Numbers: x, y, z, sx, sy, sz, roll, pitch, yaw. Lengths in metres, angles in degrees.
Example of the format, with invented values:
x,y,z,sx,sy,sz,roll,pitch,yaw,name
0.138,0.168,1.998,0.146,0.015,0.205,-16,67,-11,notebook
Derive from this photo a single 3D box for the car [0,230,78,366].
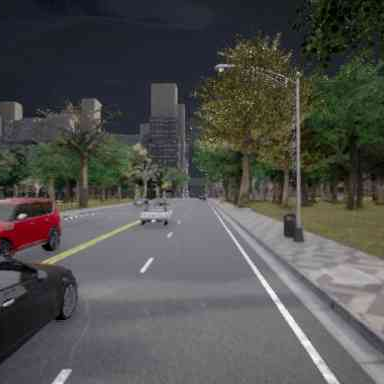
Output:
x,y,z,sx,sy,sz,roll,pitch,yaw,name
-3.096,1.529,4.360,1.812,1.442,4.674,0,0,1,car

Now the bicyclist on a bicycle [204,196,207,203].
x,y,z,sx,sy,sz,roll,pitch,yaw,name
3.120,1.717,78.089,0.659,1.776,1.843,0,0,2,bicyclist on a bicycle

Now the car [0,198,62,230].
x,y,z,sx,sy,sz,roll,pitch,yaw,name
-6.345,1.234,11.191,2.150,2.045,5.566,0,0,2,car

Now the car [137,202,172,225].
x,y,z,sx,sy,sz,roll,pitch,yaw,name
-2.504,1.643,24.415,1.895,1.301,4.718,0,0,2,car

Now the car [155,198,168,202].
x,y,z,sx,sy,sz,roll,pitch,yaw,name
-5.027,1.744,54.492,1.994,1.385,4.181,0,0,2,car

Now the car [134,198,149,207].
x,y,z,sx,sy,sz,roll,pitch,yaw,name
-8.273,1.672,54.615,2.128,1.511,4.902,0,0,2,car
